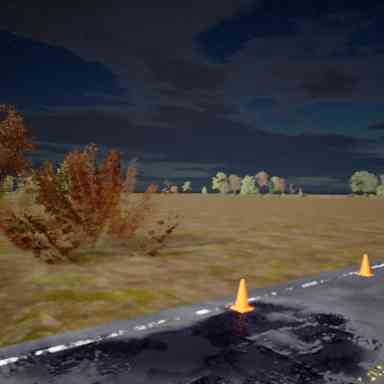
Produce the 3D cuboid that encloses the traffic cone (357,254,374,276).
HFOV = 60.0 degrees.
[{"bbox_3d":[4.994,2.083,9.572,0.340,0.580,0.340,1,-1,-37],"label":"traffic cone"}]

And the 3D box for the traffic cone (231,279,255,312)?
[{"bbox_3d":[1.008,2.021,6.601,0.340,0.580,0.340,1,-1,-36],"label":"traffic cone"}]
